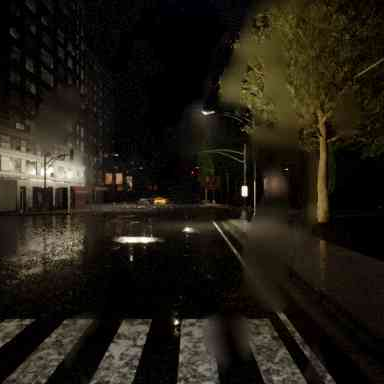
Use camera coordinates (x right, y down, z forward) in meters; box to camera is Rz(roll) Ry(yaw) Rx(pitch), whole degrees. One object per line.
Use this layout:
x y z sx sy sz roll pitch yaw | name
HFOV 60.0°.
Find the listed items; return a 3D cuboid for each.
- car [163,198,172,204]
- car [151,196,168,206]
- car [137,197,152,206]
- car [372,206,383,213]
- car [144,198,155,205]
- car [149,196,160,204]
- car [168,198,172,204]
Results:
-6.303 2.263 86.178 1.812 1.442 4.674 0 -1 0 | car
-6.350 1.926 65.976 1.882 1.535 5.008 0 -1 0 | car
-9.601 2.008 65.649 1.994 1.385 4.181 0 -1 0 | car
41.779 3.912 74.422 4.892 1.490 1.837 4 -3 -45 | car
-9.578 2.132 75.517 1.994 1.385 4.181 0 -1 0 | car
-9.553 1.960 85.923 2.150 2.045 5.566 0 -1 0 | car
-6.327 2.126 75.976 2.033 1.411 5.357 0 -1 0 | car
